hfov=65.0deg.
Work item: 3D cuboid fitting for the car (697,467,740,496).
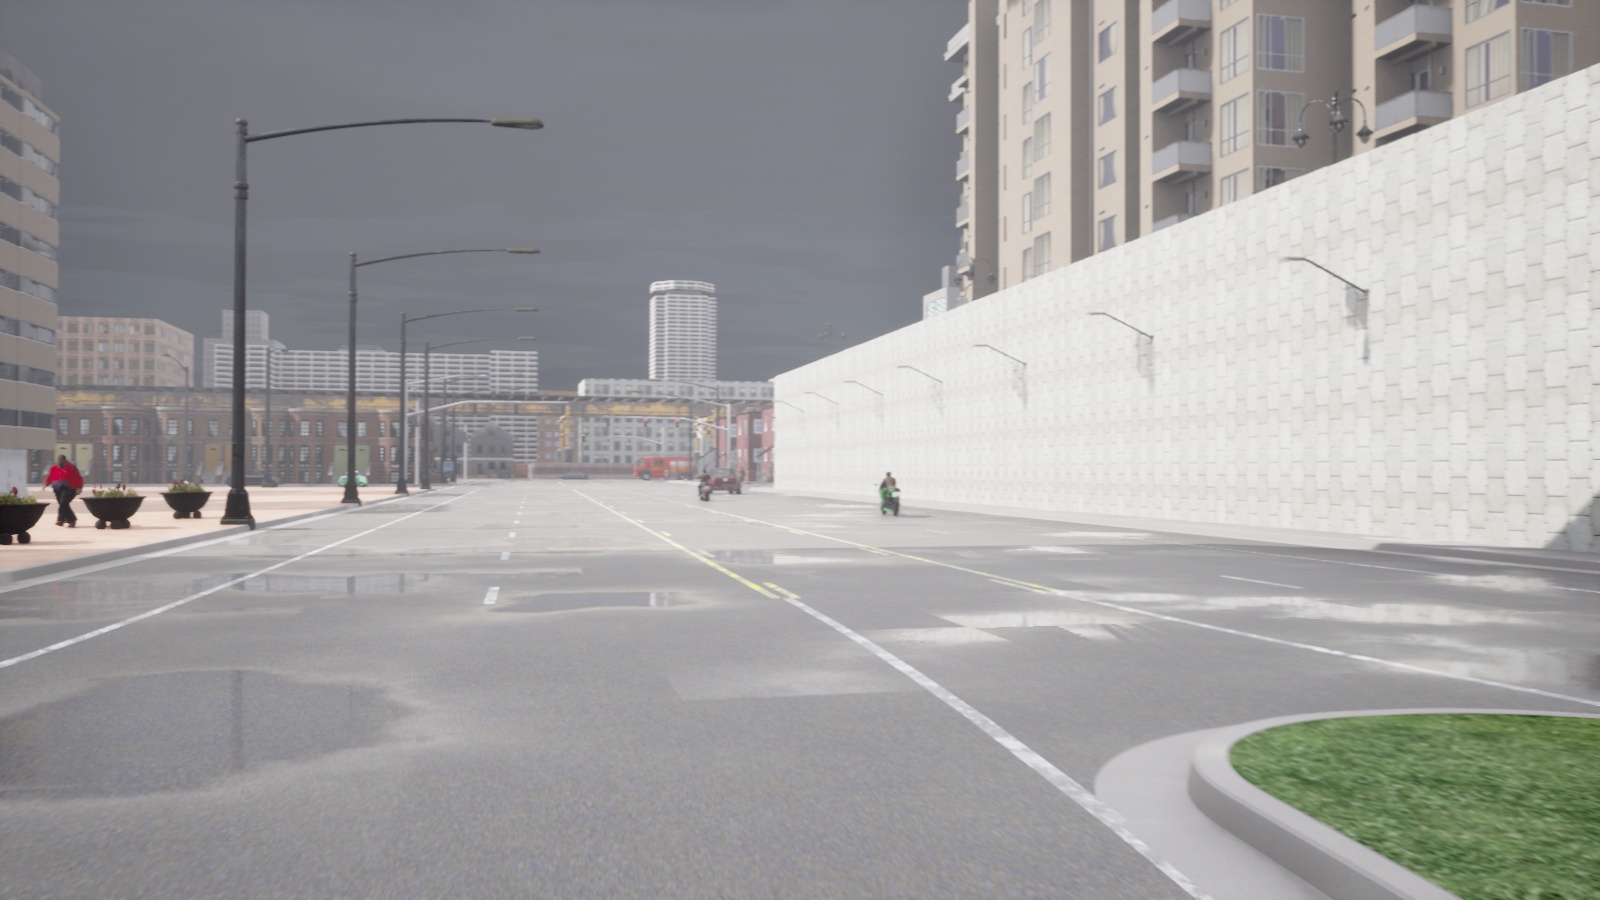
[{"bbox_3d":[-5.300,2.015,81.067,2.097,1.767,4.553,0,-1,-12],"label":"car"}]

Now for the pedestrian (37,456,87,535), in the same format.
[{"bbox_3d":[-17.473,1.069,29.736,0.634,1.844,0.899,0,-1,1],"label":"pedestrian"}]

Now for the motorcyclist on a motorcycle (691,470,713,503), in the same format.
[{"bbox_3d":[-4.900,1.803,62.454,0.766,1.649,2.350,0,-1,-12],"label":"motorcyclist on a motorcycle"}]

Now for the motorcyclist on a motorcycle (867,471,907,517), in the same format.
[{"bbox_3d":[2.933,1.472,42.596,0.797,1.523,2.044,0,-1,-12],"label":"motorcyclist on a motorcycle"}]
